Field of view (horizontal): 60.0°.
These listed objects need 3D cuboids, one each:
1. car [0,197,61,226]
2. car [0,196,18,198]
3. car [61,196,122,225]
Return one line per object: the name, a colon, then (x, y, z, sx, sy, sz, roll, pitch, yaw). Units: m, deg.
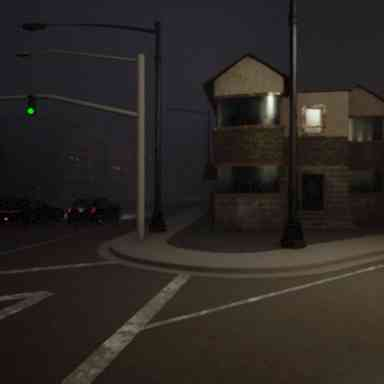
car: (-10.170, 1.287, 21.373, 2.128, 1.511, 4.902, 0, 1, 10)
car: (-16.074, 1.145, 28.977, 2.128, 1.511, 4.902, 0, 1, 11)
car: (-6.423, 1.114, 22.464, 2.097, 1.767, 4.553, 0, 1, 10)
